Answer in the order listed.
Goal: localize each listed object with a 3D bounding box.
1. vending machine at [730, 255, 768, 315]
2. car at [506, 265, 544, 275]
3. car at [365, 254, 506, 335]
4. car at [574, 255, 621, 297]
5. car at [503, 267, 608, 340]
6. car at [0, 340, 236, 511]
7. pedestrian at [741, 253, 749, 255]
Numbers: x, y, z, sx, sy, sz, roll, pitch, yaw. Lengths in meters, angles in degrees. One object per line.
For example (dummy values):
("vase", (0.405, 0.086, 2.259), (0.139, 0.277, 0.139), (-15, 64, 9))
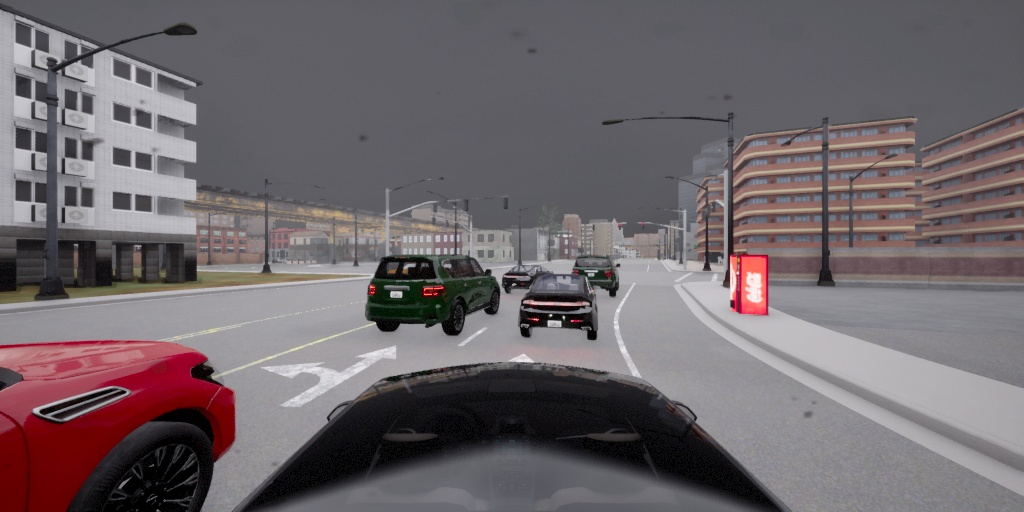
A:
("vending machine", (7.810, 0.945, 11.819), (1.100, 2.100, 0.880), (0, 0, 20))
("car", (1.103, 1.242, 20.141), (2.128, 1.511, 4.902), (0, 0, 24))
("car", (-1.999, 0.971, 10.775), (2.150, 2.045, 5.566), (0, 0, 14))
("car", (4.552, 0.971, 19.308), (2.150, 2.045, 5.566), (0, 0, 19))
("car", (1.435, 1.242, 10.065), (2.128, 1.511, 4.902), (0, 0, 12))
("car", (-3.264, 0.971, 0.504), (2.150, 2.045, 5.566), (0, 0, -2))
("pedestrian", (8.042, 0.795, 12.438), (0.375, 1.860, 0.375), (0, 0, 21))
